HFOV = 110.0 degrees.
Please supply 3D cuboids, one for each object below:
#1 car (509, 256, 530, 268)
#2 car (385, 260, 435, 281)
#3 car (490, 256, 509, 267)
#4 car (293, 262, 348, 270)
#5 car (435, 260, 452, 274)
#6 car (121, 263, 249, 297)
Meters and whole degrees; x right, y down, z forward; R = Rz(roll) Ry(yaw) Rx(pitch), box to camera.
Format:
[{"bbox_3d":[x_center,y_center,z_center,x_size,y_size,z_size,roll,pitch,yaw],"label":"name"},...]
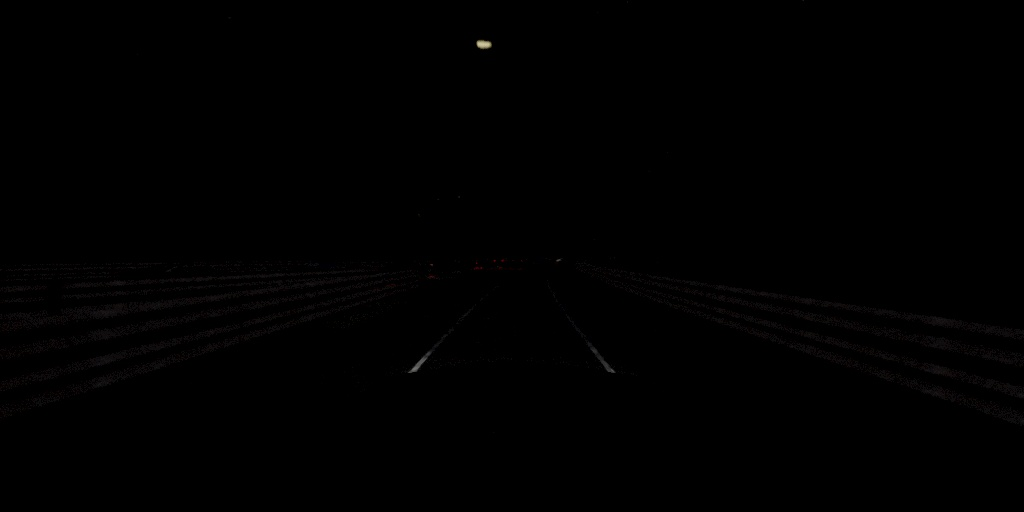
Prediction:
[{"bbox_3d":[1.689,1.009,64.280,2.150,2.045,5.566,0,0,16],"label":"car"},{"bbox_3d":[-8.389,1.173,28.650,1.837,1.490,4.892,0,0,16],"label":"car"},{"bbox_3d":[-1.690,0.994,65.194,2.150,2.045,5.566,0,0,16],"label":"car"},{"bbox_3d":[-15.398,1.180,29.585,2.033,1.411,5.357,0,0,16],"label":"car"},{"bbox_3d":[-8.493,1.192,41.144,2.128,1.511,4.902,0,0,16],"label":"car"},{"bbox_3d":[-15.290,1.090,17.095,2.128,1.511,4.902,0,0,16],"label":"car"}]
